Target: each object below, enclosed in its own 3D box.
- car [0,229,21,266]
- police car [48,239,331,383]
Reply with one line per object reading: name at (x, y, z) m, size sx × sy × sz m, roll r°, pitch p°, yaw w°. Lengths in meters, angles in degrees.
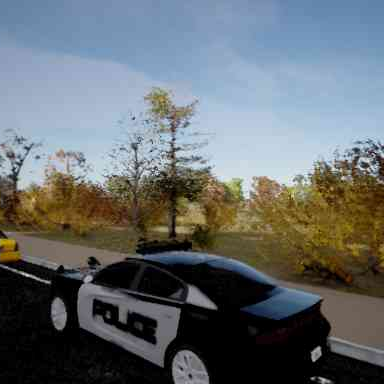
car at (-8.045, 1.810, 12.073) m, size 5.366 × 1.575 × 1.801 m, roll -1°, pitch -3°, yaw 42°
police car at (-0.561, 1.618, 5.407) m, size 5.238 × 1.638 × 1.930 m, roll -1°, pitch -3°, yaw 42°
